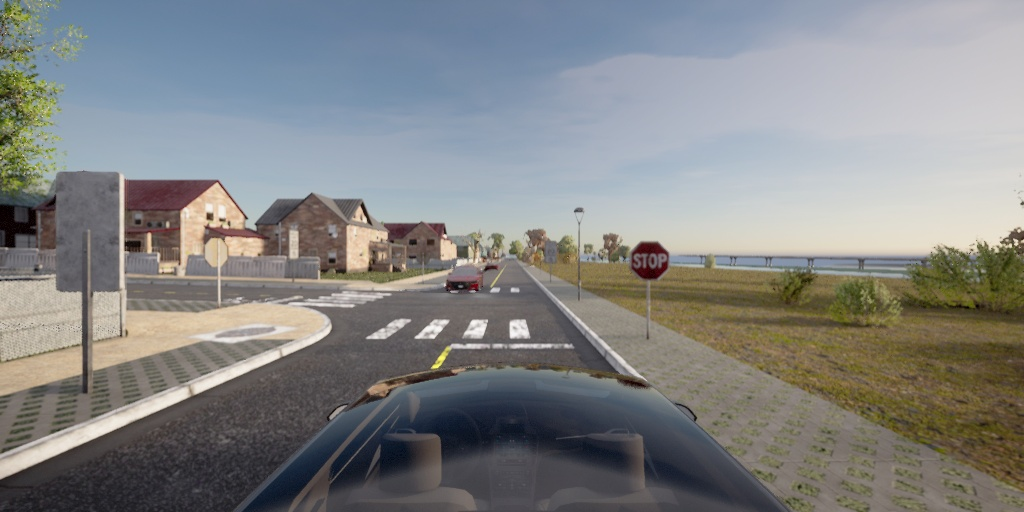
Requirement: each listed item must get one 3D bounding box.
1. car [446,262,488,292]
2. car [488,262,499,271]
[{"bbox_3d":[-2.758,1.323,21.778,1.882,1.535,5.008,0,1,0],"label":"car"},{"bbox_3d":[-2.775,1.476,50.442,1.895,1.301,4.718,0,0,0],"label":"car"}]
